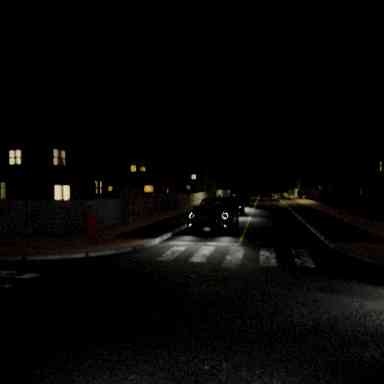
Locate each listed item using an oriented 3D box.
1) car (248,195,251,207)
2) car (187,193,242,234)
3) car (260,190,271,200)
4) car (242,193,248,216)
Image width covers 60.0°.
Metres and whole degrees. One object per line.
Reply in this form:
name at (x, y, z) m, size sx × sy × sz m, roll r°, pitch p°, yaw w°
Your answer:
car at (5.679, 0.836, 37.968) m, size 2.128 × 1.511 × 4.902 m, roll -1°, pitch 1°, yaw 12°
car at (1.200, 1.062, 17.283) m, size 2.097 × 1.767 × 4.553 m, roll -1°, pitch 1°, yaw 14°
car at (12.698, 0.500, 57.240) m, size 1.837 × 1.490 × 4.892 m, roll -1°, pitch 1°, yaw 12°
car at (3.321, 1.060, 26.965) m, size 1.812 × 1.442 × 4.674 m, roll -1°, pitch 1°, yaw 12°
